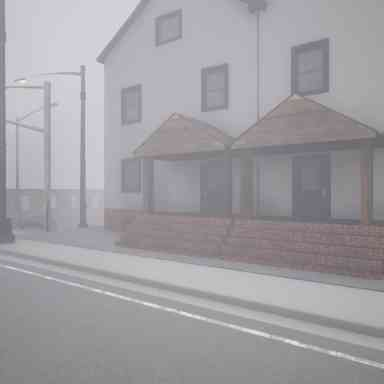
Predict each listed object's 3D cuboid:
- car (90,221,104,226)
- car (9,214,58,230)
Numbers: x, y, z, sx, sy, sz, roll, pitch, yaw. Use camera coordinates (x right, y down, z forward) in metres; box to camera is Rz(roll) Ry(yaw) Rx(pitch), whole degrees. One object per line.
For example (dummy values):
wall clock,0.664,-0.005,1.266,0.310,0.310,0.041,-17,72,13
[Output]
car,-8.950,3.820,36.397,2.097,1.767,4.553,0,-12,35
car,-14.051,2.655,29.306,1.994,1.385,4.181,0,-9,36
